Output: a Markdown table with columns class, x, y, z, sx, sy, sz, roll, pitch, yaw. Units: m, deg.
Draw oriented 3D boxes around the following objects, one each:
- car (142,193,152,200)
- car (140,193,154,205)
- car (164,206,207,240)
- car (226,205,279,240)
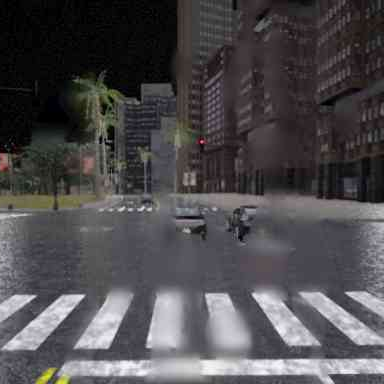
| class | x | y | z | sx | sy | sz | roll | pitch | yaw |
| --- | --- | --- | --- | --- | --- | --- | --- | --- | --- |
| car | -8.766 | 0.874 | 64.554 | 1.895 | 1.301 | 4.718 | 0 | 1 | -9 |
| car | -6.394 | 1.068 | 47.809 | 2.033 | 1.411 | 5.357 | 0 | 1 | -7 |
| car | -0.331 | 1.421 | 16.499 | 2.128 | 1.511 | 4.902 | 0 | 0 | -2 |
| car | 2.913 | 1.438 | 16.595 | 1.837 | 1.490 | 4.892 | 0 | 1 | -2 |
